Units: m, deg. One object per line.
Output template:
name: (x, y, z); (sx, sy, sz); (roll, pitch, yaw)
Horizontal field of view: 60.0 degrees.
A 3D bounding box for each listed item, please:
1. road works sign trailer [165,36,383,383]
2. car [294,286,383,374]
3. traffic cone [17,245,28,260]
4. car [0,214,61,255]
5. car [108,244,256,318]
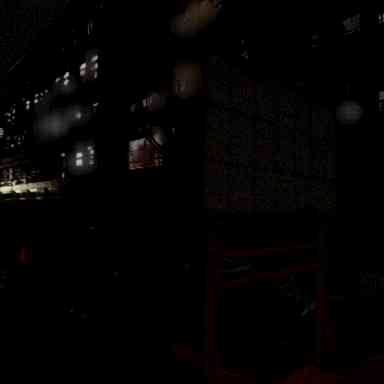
road works sign trailer: (0.705, 0.665, 3.297); (2.380, 3.560, 2.880); (4, -4, -43)
car: (3.412, 1.756, 4.277); (1.967, 1.590, 4.097); (4, -4, -43)
traffic cone: (-7.037, 2.518, 13.825); (0.340, 0.580, 0.340); (4, -4, -43)
car: (-8.233, 1.987, 16.534); (2.192, 1.841, 5.009); (4, -4, -43)
car: (-0.473, 1.985, 8.354); (2.008, 1.369, 4.403); (4, -4, -43)
